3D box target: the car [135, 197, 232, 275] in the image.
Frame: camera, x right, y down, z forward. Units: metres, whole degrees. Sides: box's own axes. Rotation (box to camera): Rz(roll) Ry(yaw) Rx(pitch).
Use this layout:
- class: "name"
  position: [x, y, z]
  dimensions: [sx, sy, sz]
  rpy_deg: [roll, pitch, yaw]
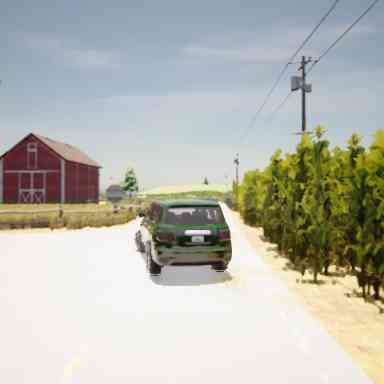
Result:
- class: "car"
  position: [-0.478, 1.243, 10.809]
  dimensions: [2.150, 2.045, 5.566]
  rpy_deg: [1, 0, -13]

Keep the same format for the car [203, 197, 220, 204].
- class: "car"
  position: [4.017, 1.685, 68.173]
  dimensions: [1.994, 1.385, 4.181]
  rpy_deg: [0, 0, -20]
